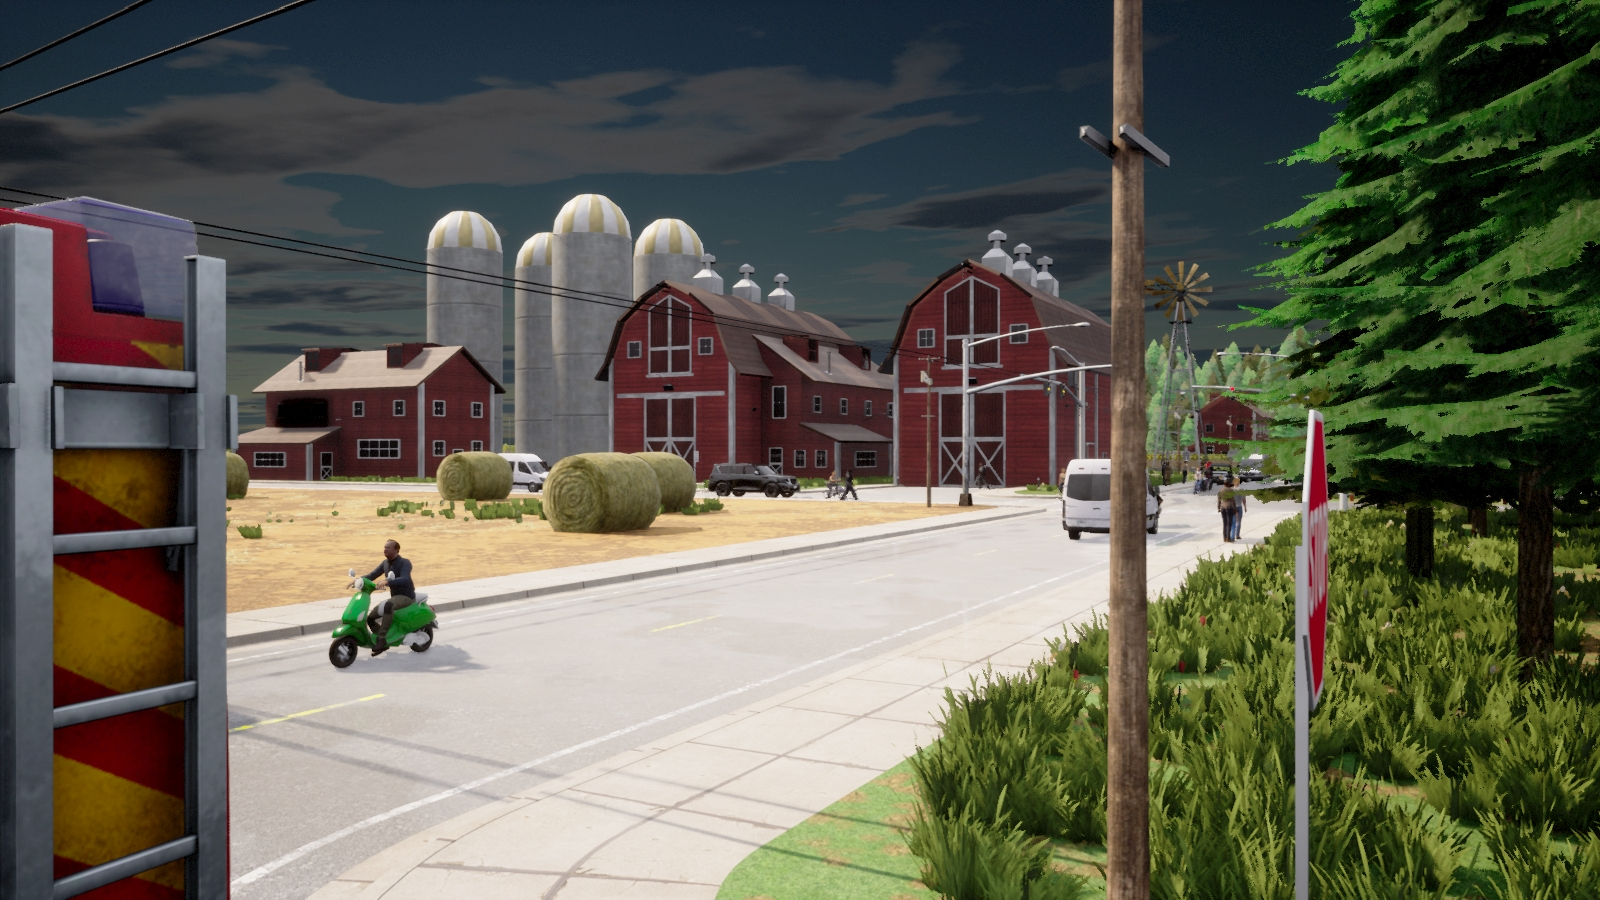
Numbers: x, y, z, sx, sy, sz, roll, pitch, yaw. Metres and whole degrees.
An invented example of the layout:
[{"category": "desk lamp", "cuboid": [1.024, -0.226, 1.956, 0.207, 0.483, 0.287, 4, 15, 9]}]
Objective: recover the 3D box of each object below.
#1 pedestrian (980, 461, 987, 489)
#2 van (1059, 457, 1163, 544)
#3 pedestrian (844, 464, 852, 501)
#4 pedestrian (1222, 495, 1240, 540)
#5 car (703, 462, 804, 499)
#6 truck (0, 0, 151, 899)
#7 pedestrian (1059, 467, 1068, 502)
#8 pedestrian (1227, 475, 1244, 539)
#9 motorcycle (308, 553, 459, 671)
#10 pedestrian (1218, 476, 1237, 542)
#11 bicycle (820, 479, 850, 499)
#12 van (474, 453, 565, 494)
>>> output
[{"category": "pedestrian", "cuboid": [12.294, 1.703, 76.627, 0.375, 1.860, 0.375, 0, 0, 28]}, {"category": "van", "cuboid": [10.242, 1.534, 37.295, 1.988, 2.561, 5.915, 0, 0, 28]}, {"category": "pedestrian", "cuboid": [2.491, 1.672, 58.877, 0.375, 1.860, 0.375, 0, 0, 7]}, {"category": "pedestrian", "cuboid": [12.667, 1.976, 33.583, 0.375, 1.300, 0.375, 0, 0, 43]}, {"category": "car", "cuboid": [-2.737, 1.753, 67.176, 5.566, 2.045, 2.150, 0, 0, 27]}, {"category": "truck", "cuboid": [-6.184, 0.864, 3.492, 8.468, 3.827, 2.891, 0, 0, 25]}, {"category": "pedestrian", "cuboid": [14.148, 1.821, 61.272, 0.375, 1.860, 0.375, 0, 0, 27]}, {"category": "pedestrian", "cuboid": [13.003, 1.694, 34.139, 0.375, 1.860, 0.375, 0, 0, 41]}, {"category": "motorcycle", "cuboid": [-5.597, 2.142, 15.470, 0.856, 1.316, 1.805, 0, 0, 28]}, {"category": "pedestrian", "cuboid": [12.331, 1.695, 32.939, 0.375, 1.860, 0.375, 0, 0, -43]}, {"category": "bicycle", "cuboid": [1.985, 2.221, 64.726, 1.487, 1.080, 0.859, 0, 0, 27]}, {"category": "van", "cuboid": [-18.520, 1.495, 75.359, 5.915, 2.561, 1.988, 0, 1, 27]}]
